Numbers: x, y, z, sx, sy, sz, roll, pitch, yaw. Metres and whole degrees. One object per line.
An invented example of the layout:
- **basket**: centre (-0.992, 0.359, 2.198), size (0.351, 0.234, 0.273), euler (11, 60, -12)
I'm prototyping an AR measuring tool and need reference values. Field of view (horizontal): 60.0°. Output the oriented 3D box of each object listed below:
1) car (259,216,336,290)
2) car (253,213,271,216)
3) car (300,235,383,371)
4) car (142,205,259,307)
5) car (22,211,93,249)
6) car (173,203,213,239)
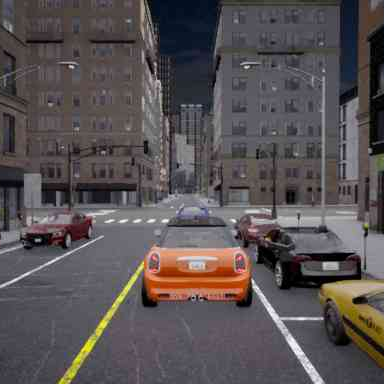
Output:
- **car**: centre (2.861, 1.563, 8.943), size (1.947, 1.339, 4.313), euler (-1, 0, 0)
- **car**: centre (2.858, 1.578, 14.529), size (1.802, 1.307, 4.206), euler (-1, 0, 0)
- **car**: centre (2.864, 1.524, 3.527), size (1.752, 1.417, 4.829), euler (-1, 0, 0)
- **car**: centre (0.092, 1.350, 8.138), size (2.097, 1.767, 4.553), euler (0, 0, 0)
- **car**: centre (-5.687, 1.541, 14.521), size (1.887, 1.381, 4.507), euler (-1, 0, 0)
- **car**: centre (0.090, 1.472, 18.426), size (1.882, 1.535, 5.008), euler (0, 0, 1)
